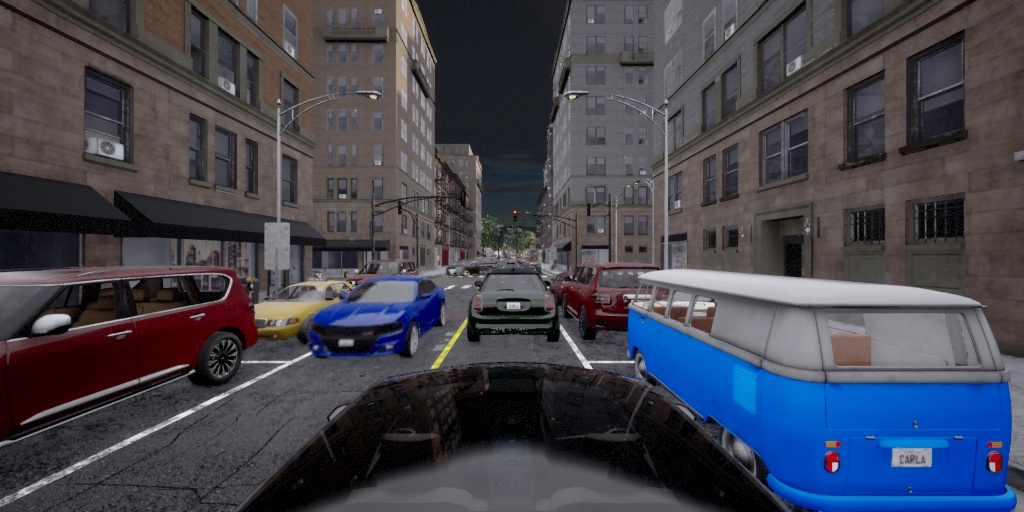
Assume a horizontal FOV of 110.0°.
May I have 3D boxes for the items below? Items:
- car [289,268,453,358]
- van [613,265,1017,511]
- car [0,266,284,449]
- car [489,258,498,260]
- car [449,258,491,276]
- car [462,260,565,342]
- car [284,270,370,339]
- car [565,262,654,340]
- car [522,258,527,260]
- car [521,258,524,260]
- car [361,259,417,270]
[{"bbox_3d":[-2.863,1.227,8.690,1.882,1.535,5.008,0,0,0],"label":"car"},{"bbox_3d":[2.634,1.091,4.214,1.690,1.789,3.998,0,0,0],"label":"van"},{"bbox_3d":[-5.403,1.064,4.200,2.192,1.841,5.009,0,0,0],"label":"car"},{"bbox_3d":[-2.938,1.313,49.717,1.994,1.385,4.181,0,0,0],"label":"car"},{"bbox_3d":[-4.416,1.242,34.723,2.128,1.511,4.902,0,0,24],"label":"car"},{"bbox_3d":[0.018,1.102,9.928,2.097,1.767,4.553,0,0,0],"label":"car"},{"bbox_3d":[-5.414,1.275,9.708,1.751,1.417,4.829,0,0,0],"label":"car"},{"bbox_3d":[2.623,1.065,9.892,2.192,1.841,5.009,0,0,0],"label":"car"},{"bbox_3d":[2.559,1.299,42.580,2.007,1.370,4.403,0,0,0],"label":"car"},{"bbox_3d":[2.549,1.294,48.061,1.888,1.381,4.507,0,0,0],"label":"car"},{"bbox_3d":[-5.427,1.064,15.557,2.192,1.841,5.009,0,0,0],"label":"car"}]
